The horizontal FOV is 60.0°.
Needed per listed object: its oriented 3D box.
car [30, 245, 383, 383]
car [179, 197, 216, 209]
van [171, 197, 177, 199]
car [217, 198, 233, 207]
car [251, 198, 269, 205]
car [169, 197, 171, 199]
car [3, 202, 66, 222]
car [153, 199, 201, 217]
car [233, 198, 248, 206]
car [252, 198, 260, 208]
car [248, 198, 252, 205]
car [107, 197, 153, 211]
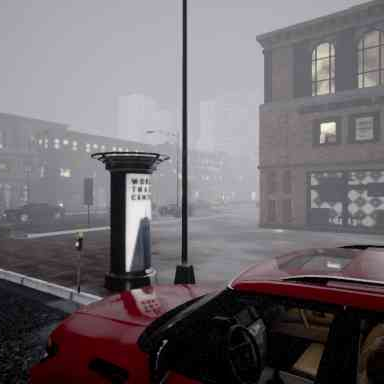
[{"bbox_3d":[1.033,1.315,2.138,5.009,1.841,2.192,0,0,36],"label":"car"},{"bbox_3d":[0.822,1.674,45.997,2.128,1.511,4.902,0,0,36],"label":"car"},{"bbox_3d":[-1.828,1.518,46.784,1.690,1.788,3.998,0,0,36],"label":"van"},{"bbox_3d":[4.501,1.759,55.635,1.752,1.417,4.829,0,-1,36],"label":"car"},{"bbox_3d":[14.243,1.876,69.259,2.008,1.369,4.403,0,-1,36],"label":"car"},{"bbox_3d":[-5.141,1.674,42.150,1.752,1.417,4.829,0,0,36],"label":"car"},{"bbox_3d":[-12.731,1.578,27.114,1.837,1.490,4.892,0,0,34],"label":"car"},{"bbox_3d":[-1.396,1.669,32.890,1.887,1.381,4.507,0,0,36],"label":"car"},{"bbox_3d":[7.815,1.815,60.268,2.008,1.369,4.403,0,-1,36],"label":"car"},{"bbox_3d":[11.417,1.676,50.900,1.967,1.590,4.097,0,-1,36],"label":"car"},{"bbox_3d":[11.029,1.845,64.763,2.008,1.369,4.403,0,-1,36],"label":"car"},{"bbox_3d":[-6.475,1.343,35.824,2.150,2.045,5.566,0,0,36],"label":"car"}]
